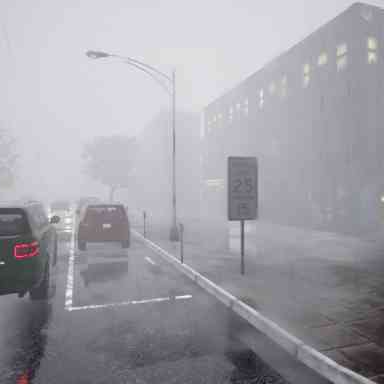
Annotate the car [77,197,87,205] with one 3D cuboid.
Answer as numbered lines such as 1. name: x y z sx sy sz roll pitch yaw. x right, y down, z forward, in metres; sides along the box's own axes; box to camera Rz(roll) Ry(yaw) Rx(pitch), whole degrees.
1. car: -20.361 1.597 61.450 1.802 1.307 4.206 1 0 -19

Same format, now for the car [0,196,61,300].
1. car: -4.573 1.224 8.129 2.150 2.045 5.566 0 0 -19

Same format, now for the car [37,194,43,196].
1. car: -30.096 1.452 63.905 1.967 1.590 4.097 1 0 -19

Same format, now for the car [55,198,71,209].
1. car: -18.120 1.615 46.864 1.895 1.301 4.718 0 0 -19

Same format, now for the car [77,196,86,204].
1. car: -22.246 1.539 66.843 1.752 1.417 4.829 1 0 -19

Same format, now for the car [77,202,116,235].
1. car: -5.721 1.448 19.591 1.967 1.590 4.097 1 0 -19

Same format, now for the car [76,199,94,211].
1. car: -13.042 1.579 40.521 1.947 1.339 4.313 1 0 -19

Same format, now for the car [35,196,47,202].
1. car: -33.756 1.562 74.369 2.008 1.369 4.403 1 0 -19

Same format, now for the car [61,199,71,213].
1. car: -14.795 1.490 37.524 1.882 1.535 5.008 0 0 -19

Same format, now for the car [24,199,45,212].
1. car: -19.006 1.613 40.311 1.895 1.301 4.718 0 0 -19

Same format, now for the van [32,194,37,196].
1. van: -26.434 1.354 53.441 1.690 1.788 3.998 1 0 -19

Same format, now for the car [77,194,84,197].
1. car: -9.379 1.326 30.058 2.192 1.841 5.009 1 0 -19

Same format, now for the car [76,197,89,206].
1. car: -18.530 1.566 56.217 2.008 1.369 4.403 1 0 -19

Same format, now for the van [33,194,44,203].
1. van: -31.924 1.353 69.137 1.690 1.788 3.998 1 0 -19

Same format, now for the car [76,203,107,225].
1. car: -7.552 1.560 24.824 2.008 1.369 4.403 1 0 -19

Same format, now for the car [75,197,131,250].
1. car: -3.890 1.321 14.359 2.192 1.841 5.009 1 0 -19

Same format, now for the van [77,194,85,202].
1. van: -25.848 1.354 77.149 1.690 1.788 3.998 1 0 -19
